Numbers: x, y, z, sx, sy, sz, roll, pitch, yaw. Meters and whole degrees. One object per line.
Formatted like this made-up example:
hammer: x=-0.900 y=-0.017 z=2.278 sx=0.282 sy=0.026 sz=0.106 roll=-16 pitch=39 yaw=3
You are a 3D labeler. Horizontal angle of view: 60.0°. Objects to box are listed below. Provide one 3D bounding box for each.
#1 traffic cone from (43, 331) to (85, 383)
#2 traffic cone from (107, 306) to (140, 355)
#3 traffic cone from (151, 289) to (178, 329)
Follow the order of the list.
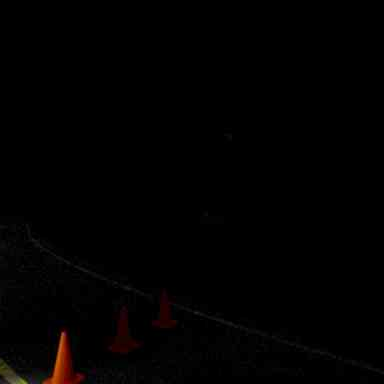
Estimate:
traffic cone: x=-1.512 y=1.949 z=3.943 sx=0.340 sy=0.580 sz=0.340 roll=1 pitch=1 yaw=32
traffic cone: x=-0.988 y=1.942 z=4.790 sx=0.340 sy=0.580 sz=0.340 roll=1 pitch=1 yaw=32
traffic cone: x=-0.464 y=1.936 z=5.638 sx=0.340 sy=0.580 sz=0.340 roll=1 pitch=1 yaw=32
